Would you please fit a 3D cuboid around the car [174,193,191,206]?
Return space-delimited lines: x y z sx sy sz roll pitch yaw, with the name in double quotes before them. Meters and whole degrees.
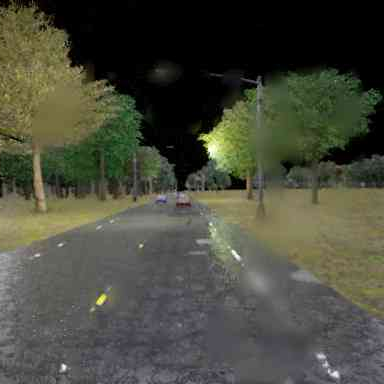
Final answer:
"car" -1.233 1.253 47.710 1.994 1.385 4.181 -1 0 -2

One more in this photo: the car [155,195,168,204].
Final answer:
"car" -5.130 1.192 56.207 1.882 1.535 5.008 -1 1 -1
